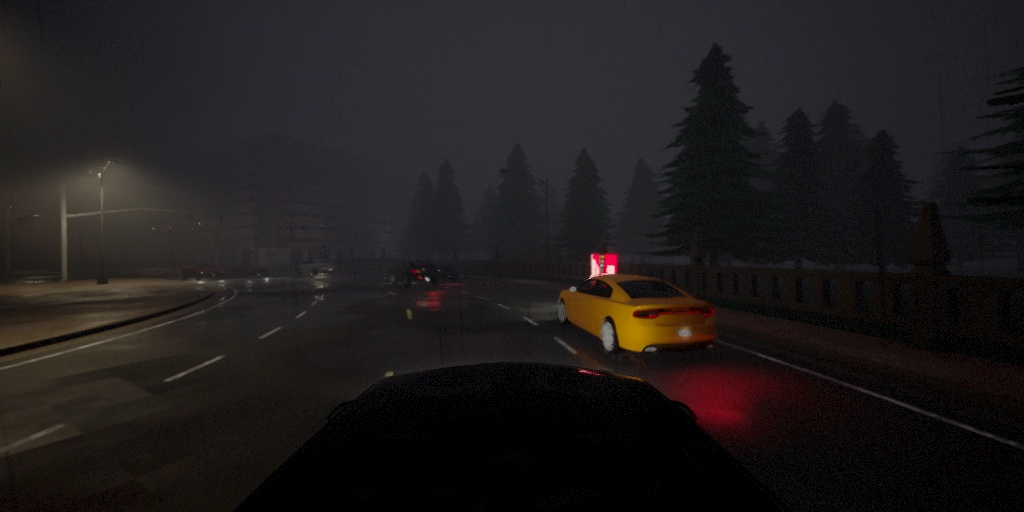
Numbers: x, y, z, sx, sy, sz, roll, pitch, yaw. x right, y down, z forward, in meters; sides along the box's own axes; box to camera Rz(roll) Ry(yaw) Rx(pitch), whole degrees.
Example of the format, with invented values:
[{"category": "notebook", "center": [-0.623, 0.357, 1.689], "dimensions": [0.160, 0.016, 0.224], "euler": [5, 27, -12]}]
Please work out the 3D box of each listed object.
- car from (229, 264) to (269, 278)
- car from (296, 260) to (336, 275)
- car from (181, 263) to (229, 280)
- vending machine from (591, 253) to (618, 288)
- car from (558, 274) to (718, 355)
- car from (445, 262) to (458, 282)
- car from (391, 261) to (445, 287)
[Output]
[{"category": "car", "center": [-25.679, 1.447, 34.754], "dimensions": [4.718, 1.301, 1.895], "euler": [0, 0, 30]}, {"category": "car", "center": [-19.196, 1.074, 35.151], "dimensions": [4.674, 1.442, 1.812], "euler": [0, 0, 31]}, {"category": "car", "center": [-27.449, 1.367, 31.734], "dimensions": [4.674, 1.442, 1.812], "euler": [0, 0, 30]}, {"category": "vending machine", "center": [4.447, 0.847, 17.259], "dimensions": [1.100, 2.100, 0.880], "euler": [0, 0, -20]}, {"category": "car", "center": [2.594, 1.180, 8.682], "dimensions": [1.882, 1.535, 5.008], "euler": [0, 0, -10]}, {"category": "car", "center": [-5.874, 1.182, 27.404], "dimensions": [1.837, 1.490, 4.892], "euler": [0, 0, -36]}, {"category": "car", "center": [-6.087, 1.017, 22.216], "dimensions": [1.837, 1.490, 4.892], "euler": [0, 0, -32]}]
